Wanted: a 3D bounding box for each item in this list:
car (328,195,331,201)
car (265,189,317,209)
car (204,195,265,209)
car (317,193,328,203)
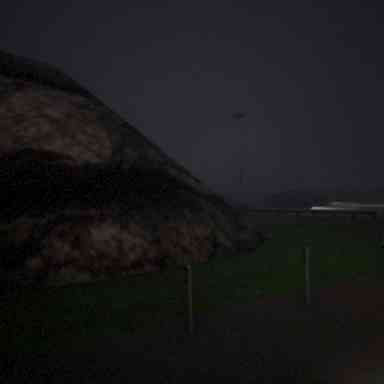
[{"bbox_3d":[12.396,0.426,36.007,4.892,1.490,1.837,-1,2,30],"label":"car"},{"bbox_3d":[8.659,0.736,30.088,4.181,1.385,1.994,-1,2,30],"label":"car"},{"bbox_3d":[3.537,0.940,28.994,4.718,1.301,1.895,-1,2,30],"label":"car"},{"bbox_3d":[10.489,0.538,33.068,4.902,1.511,2.128,-1,2,30],"label":"car"}]
